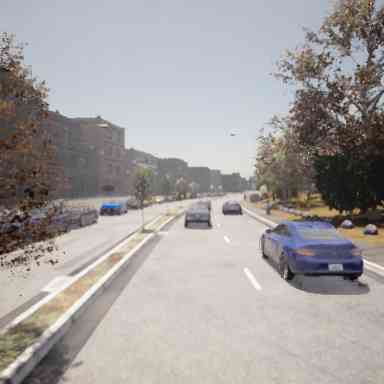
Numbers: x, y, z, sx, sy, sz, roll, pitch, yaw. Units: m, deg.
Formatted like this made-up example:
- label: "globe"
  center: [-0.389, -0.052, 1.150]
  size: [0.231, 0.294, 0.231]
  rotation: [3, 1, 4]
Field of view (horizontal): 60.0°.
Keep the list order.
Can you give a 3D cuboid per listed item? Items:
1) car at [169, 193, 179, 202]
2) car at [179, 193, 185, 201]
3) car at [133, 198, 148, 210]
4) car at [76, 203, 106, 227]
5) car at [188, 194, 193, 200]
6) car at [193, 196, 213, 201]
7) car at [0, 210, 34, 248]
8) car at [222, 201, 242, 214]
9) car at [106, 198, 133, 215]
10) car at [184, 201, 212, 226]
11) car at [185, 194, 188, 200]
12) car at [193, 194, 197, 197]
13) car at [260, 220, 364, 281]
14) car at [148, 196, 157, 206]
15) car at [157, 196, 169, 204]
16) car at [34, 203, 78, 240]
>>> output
- label: "car"
  center: [-4.876, 1.427, 72.769]
  size: [2.231, 1.521, 4.892]
  rotation: [0, 0, 9]
- label: "car"
  center: [-4.005, 1.155, 78.247]
  size: [2.435, 2.045, 5.566]
  rotation: [0, 0, 10]
- label: "car"
  center: [-7.626, 1.521, 43.524]
  size: [2.163, 1.488, 4.792]
  rotation: [0, 0, 3]
- label: "car"
  center: [-7.902, 1.508, 22.936]
  size: [2.231, 1.521, 4.892]
  rotation: [0, 0, 0]
- label: "car"
  center: [-2.030, 1.350, 89.044]
  size: [1.946, 1.575, 5.366]
  rotation: [0, 0, 12]
- label: "car"
  center: [1.547, 1.583, 42.166]
  size: [2.033, 1.411, 5.357]
  rotation: [0, 0, 5]
- label: "car"
  center: [-7.949, 1.530, 11.808]
  size: [2.163, 1.488, 4.792]
  rotation: [0, 0, 0]
- label: "car"
  center: [4.219, 1.610, 35.381]
  size: [1.994, 1.385, 4.181]
  rotation: [0, 0, 4]
- label: "car"
  center: [-7.855, 1.503, 33.928]
  size: [2.097, 1.535, 5.008]
  rotation: [0, 0, 1]
- label: "car"
  center: [0.448, 1.586, 23.718]
  size: [2.033, 1.411, 5.357]
  rotation: [0, 0, 2]
- label: "car"
  center: [-3.084, 1.379, 83.580]
  size: [1.946, 1.575, 5.366]
  rotation: [0, 0, 11]
- label: "car"
  center: [-0.839, 1.319, 94.673]
  size: [2.097, 1.535, 5.008]
  rotation: [0, 0, 13]
- label: "car"
  center: [3.276, 1.548, 9.837]
  size: [1.812, 1.442, 4.674]
  rotation: [0, 0, 0]
- label: "car"
  center: [-7.226, 1.474, 50.554]
  size: [1.946, 1.575, 5.366]
  rotation: [0, 0, 4]
- label: "car"
  center: [-6.278, 1.450, 61.531]
  size: [1.946, 1.575, 5.366]
  rotation: [0, 0, 7]
- label: "car"
  center: [-7.926, 1.545, 17.385]
  size: [2.002, 1.452, 4.674]
  rotation: [0, 0, 0]
